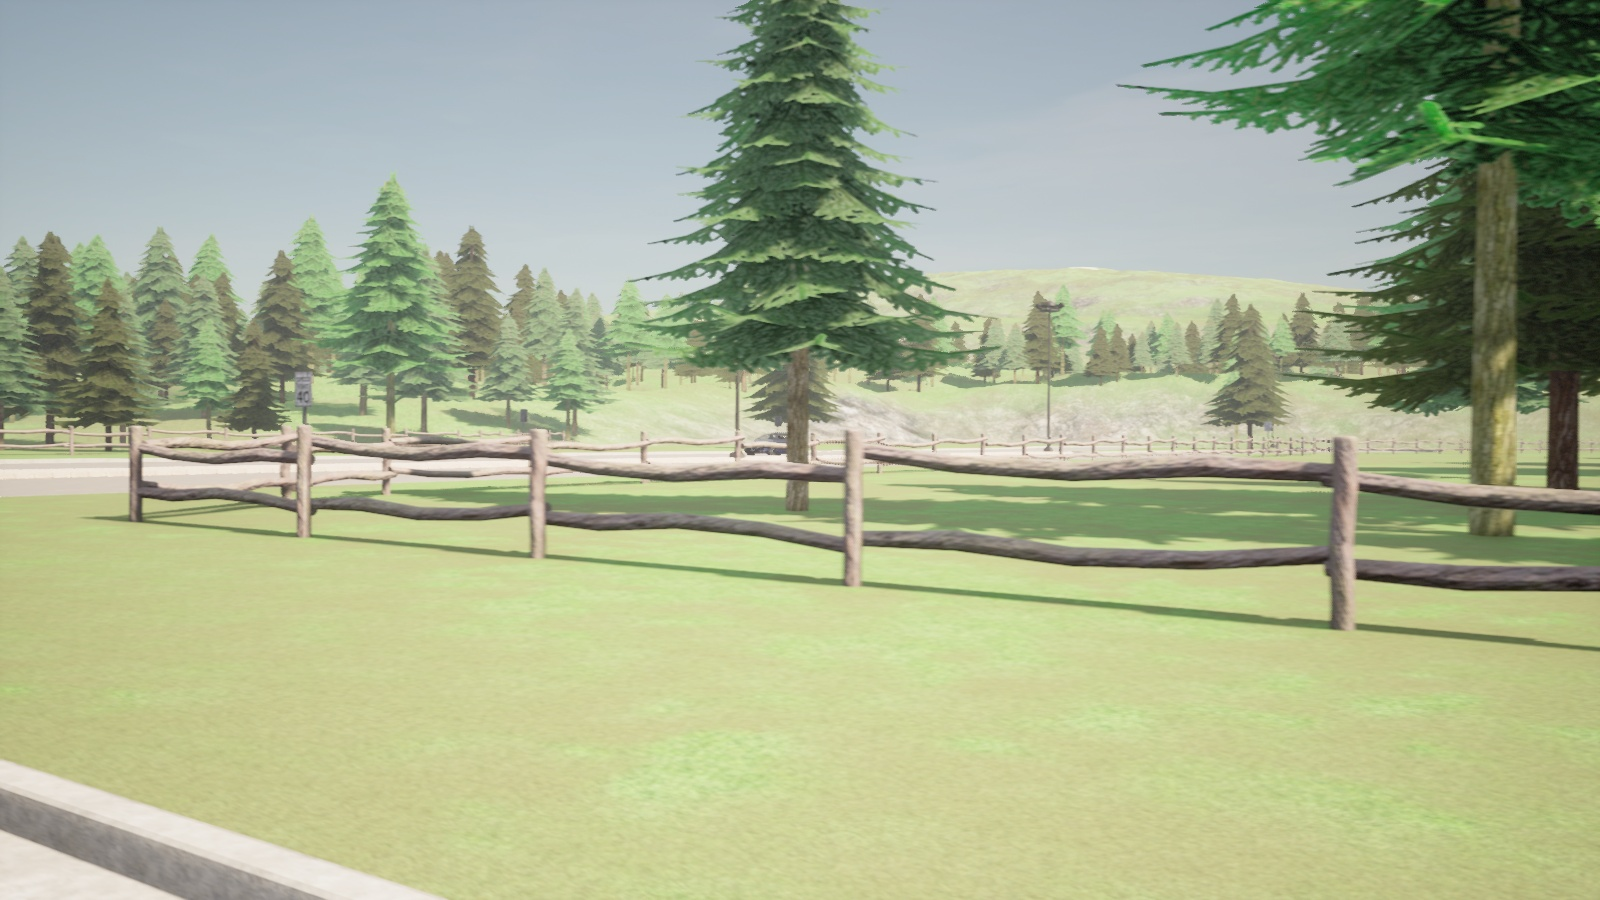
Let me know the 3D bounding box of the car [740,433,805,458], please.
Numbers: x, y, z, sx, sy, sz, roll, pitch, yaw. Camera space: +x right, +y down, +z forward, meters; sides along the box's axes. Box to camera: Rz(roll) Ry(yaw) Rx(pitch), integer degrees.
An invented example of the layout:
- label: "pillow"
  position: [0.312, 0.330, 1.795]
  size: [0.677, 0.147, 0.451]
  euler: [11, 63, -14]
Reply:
- label: "car"
  position: [-1.621, -0.275, 75.837]
  size: [1.816, 1.474, 4.193]
  euler: [0, 1, 34]
